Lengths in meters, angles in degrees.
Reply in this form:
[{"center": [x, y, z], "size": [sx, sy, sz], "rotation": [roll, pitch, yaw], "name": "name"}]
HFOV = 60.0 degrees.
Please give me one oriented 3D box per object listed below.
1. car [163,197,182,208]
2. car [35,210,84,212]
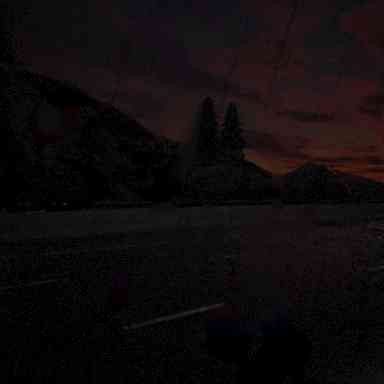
[{"center": [-1.372, 1.194, 28.046], "size": [4.902, 1.511, 2.128], "rotation": [0, 1, -31], "name": "car"}, {"center": [-10.313, 1.144, 26.511], "size": [4.892, 1.490, 1.837], "rotation": [0, 1, -33], "name": "car"}]
